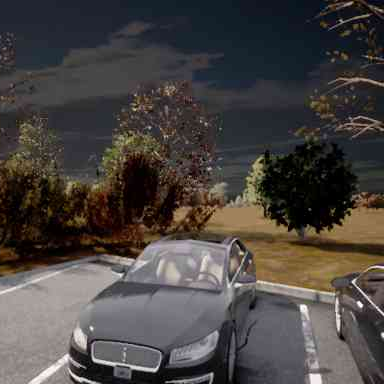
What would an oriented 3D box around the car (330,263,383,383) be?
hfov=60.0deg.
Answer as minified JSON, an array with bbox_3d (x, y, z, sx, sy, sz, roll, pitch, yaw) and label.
[{"bbox_3d":[2.753,1.486,3.533,2.231,1.521,4.892,0,-1,15],"label":"car"}]

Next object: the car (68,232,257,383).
[{"bbox_3d":[-0.005,1.484,5.511,2.231,1.521,4.892,1,-1,16],"label":"car"}]
